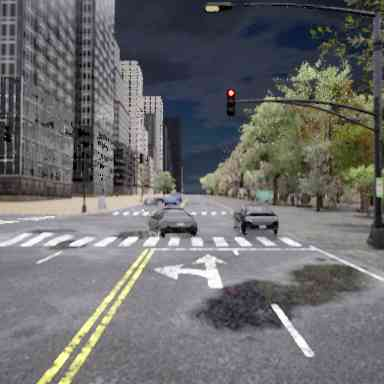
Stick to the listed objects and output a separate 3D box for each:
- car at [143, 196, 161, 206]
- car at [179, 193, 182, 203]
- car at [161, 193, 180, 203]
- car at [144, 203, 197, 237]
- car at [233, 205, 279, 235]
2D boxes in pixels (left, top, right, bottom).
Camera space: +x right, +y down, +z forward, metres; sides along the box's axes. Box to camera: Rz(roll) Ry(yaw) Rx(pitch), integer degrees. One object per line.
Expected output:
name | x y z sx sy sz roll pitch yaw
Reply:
car | -6.565 1.450 52.885 2.128 1.511 4.902 0 0 0
car | -3.227 1.170 68.902 2.150 2.045 5.566 0 0 0
car | -3.314 1.437 52.652 1.882 1.535 5.008 0 0 0
car | -1.185 1.550 18.272 1.994 1.385 4.181 0 0 -18
car | 3.352 1.435 18.088 2.128 1.511 4.902 0 0 0
